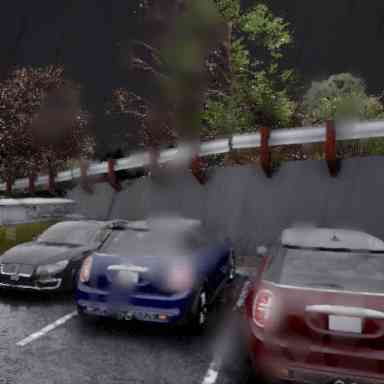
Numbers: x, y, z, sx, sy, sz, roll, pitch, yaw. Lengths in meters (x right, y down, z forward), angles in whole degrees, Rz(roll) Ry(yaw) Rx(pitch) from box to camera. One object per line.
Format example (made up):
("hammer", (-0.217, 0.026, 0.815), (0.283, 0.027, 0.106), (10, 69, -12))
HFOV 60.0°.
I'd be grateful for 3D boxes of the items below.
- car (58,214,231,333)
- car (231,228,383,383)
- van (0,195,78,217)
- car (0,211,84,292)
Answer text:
("car", (-0.389, 1.333, 7.102), (2.185, 1.767, 4.553), (0, 0, 16))
("car", (2.083, 1.352, 5.352), (2.185, 1.767, 4.553), (0, -1, 15))
("van", (-5.262, 1.194, 10.753), (1.878, 1.987, 4.442), (0, 0, 15))
("car", (-2.825, 1.440, 8.890), (2.231, 1.521, 4.892), (1, 0, 15))
